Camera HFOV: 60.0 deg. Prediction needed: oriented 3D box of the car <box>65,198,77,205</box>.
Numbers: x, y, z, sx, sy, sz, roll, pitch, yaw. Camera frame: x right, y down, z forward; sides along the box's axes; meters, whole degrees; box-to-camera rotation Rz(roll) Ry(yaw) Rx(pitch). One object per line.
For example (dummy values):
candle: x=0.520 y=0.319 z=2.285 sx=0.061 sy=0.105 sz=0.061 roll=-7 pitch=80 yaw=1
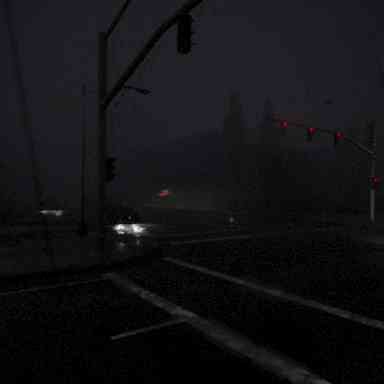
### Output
car: x=-21.970 y=1.720 z=60.401 sx=1.895 sy=1.301 sz=4.718 roll=0 pitch=0 yaw=-36

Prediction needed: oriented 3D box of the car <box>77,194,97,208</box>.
car: x=-15.717 y=1.341 z=51.740 sx=2.150 sy=2.045 sz=5.566 roll=0 pitch=0 yaw=-33

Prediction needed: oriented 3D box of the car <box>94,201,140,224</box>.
car: x=-5.564 y=1.633 z=25.229 sx=1.994 sy=1.385 sz=4.181 roll=0 pitch=0 yaw=-36

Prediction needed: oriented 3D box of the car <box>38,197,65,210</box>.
car: x=-18.793 y=1.421 z=43.789 sx=2.097 sy=1.767 sz=4.553 roll=0 pitch=0 yaw=-35

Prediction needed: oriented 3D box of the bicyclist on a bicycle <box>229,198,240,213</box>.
bicyclist on a bicycle: x=4.732 y=1.474 z=36.594 sx=1.656 sy=1.620 sz=0.582 roll=0 pitch=0 yaw=-36

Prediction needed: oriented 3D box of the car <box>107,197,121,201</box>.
car: x=-13.302 y=1.621 z=54.378 sx=1.882 sy=1.535 sz=5.008 roll=0 pitch=0 yaw=-35

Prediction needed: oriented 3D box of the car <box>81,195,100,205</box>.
car: x=-19.087 y=1.495 z=62.388 sx=2.097 sy=1.767 sz=4.553 roll=0 pitch=0 yaw=-36
